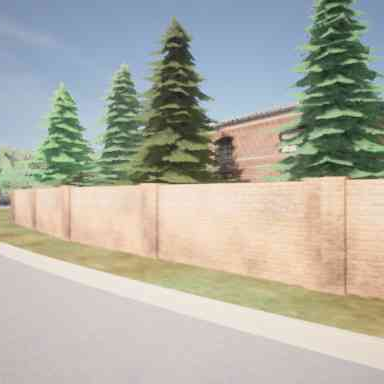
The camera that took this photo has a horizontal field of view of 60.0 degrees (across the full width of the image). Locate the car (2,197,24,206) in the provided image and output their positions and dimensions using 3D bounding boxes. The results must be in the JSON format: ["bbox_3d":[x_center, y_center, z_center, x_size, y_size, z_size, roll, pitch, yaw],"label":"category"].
[{"bbox_3d":[-35.840,1.896,66.816,1.882,1.535,5.008,0,0,-3],"label":"car"}]

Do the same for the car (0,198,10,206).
[{"bbox_3d":[-35.394,1.893,61.624,1.837,1.490,4.892,0,0,-7],"label":"car"}]
